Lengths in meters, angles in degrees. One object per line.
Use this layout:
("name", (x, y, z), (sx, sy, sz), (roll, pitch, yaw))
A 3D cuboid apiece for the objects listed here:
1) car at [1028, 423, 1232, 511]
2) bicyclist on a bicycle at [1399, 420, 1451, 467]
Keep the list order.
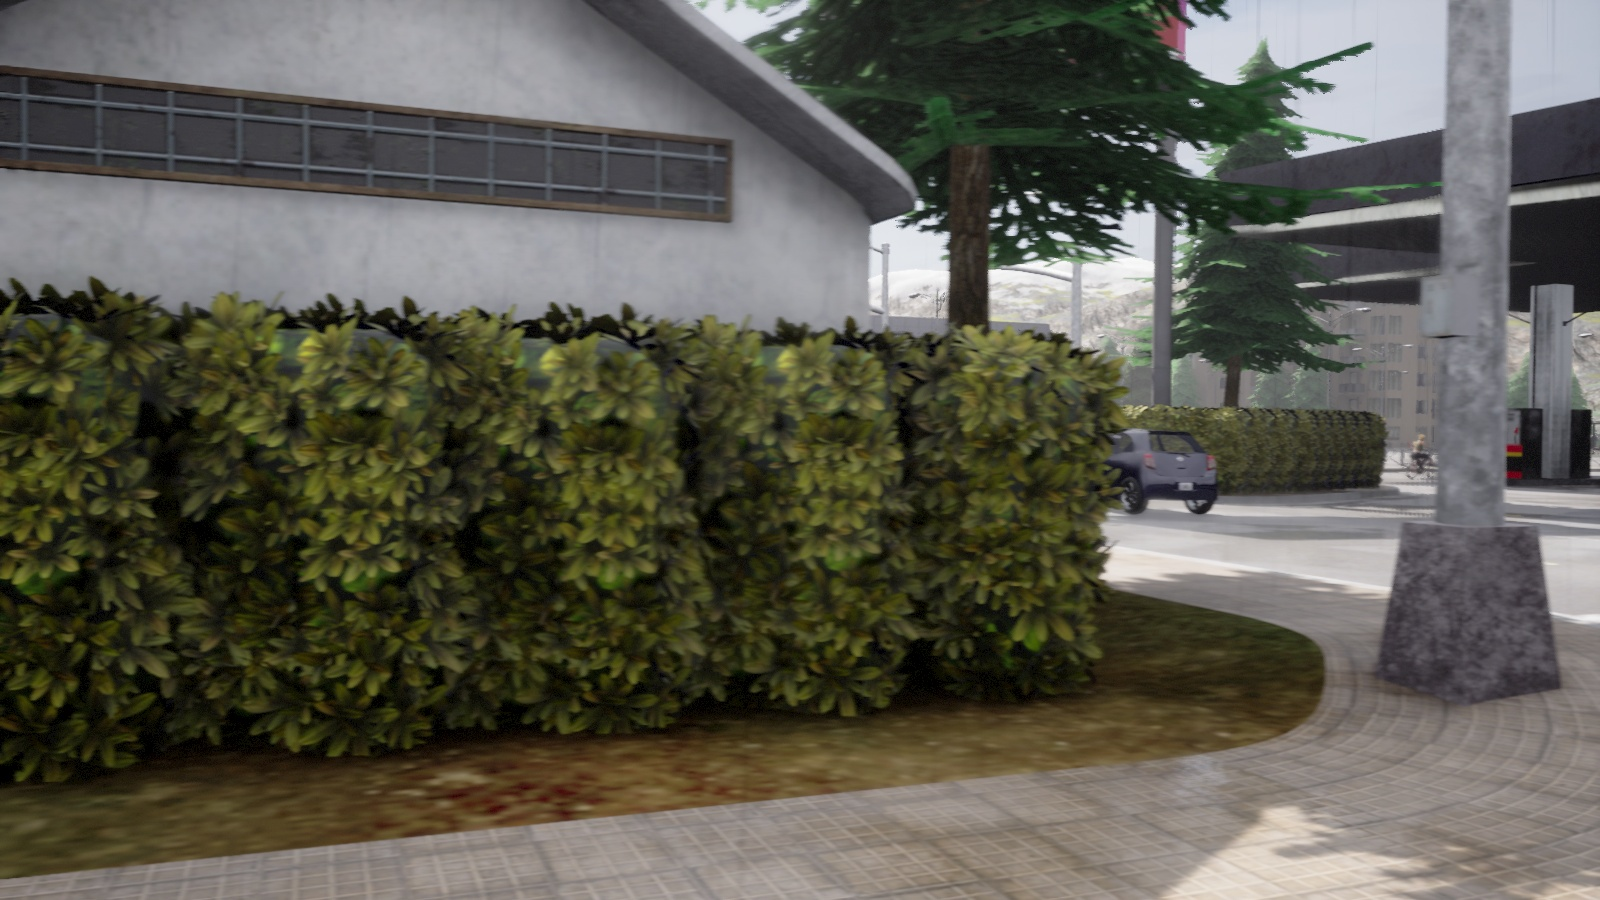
("car", (6.021, 0.246, 23.338), (1.845, 1.501, 3.633), (0, 1, -22))
("bicyclist on a bicycle", (22.198, -0.244, 44.595), (1.509, 1.612, 0.866), (-1, 1, -21))
